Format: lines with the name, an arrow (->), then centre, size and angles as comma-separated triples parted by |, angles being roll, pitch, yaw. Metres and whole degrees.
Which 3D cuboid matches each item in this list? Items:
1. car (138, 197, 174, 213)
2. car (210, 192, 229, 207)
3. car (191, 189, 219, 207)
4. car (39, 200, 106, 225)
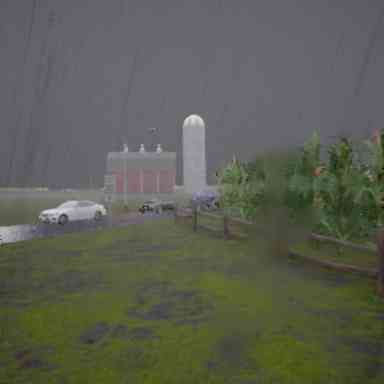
car -> -3.085, 1.186, 30.681 | 1.994, 1.385, 4.181 | -1, 1, 29
car -> 4.315, 0.966, 38.311 | 2.033, 1.411, 5.357 | -1, 1, 26
car -> 1.815, 0.664, 39.985 | 2.150, 2.045, 5.566 | -1, 1, 26
car -> -7.932, 1.310, 22.472 | 1.812, 1.442, 4.674 | -1, 1, 31
